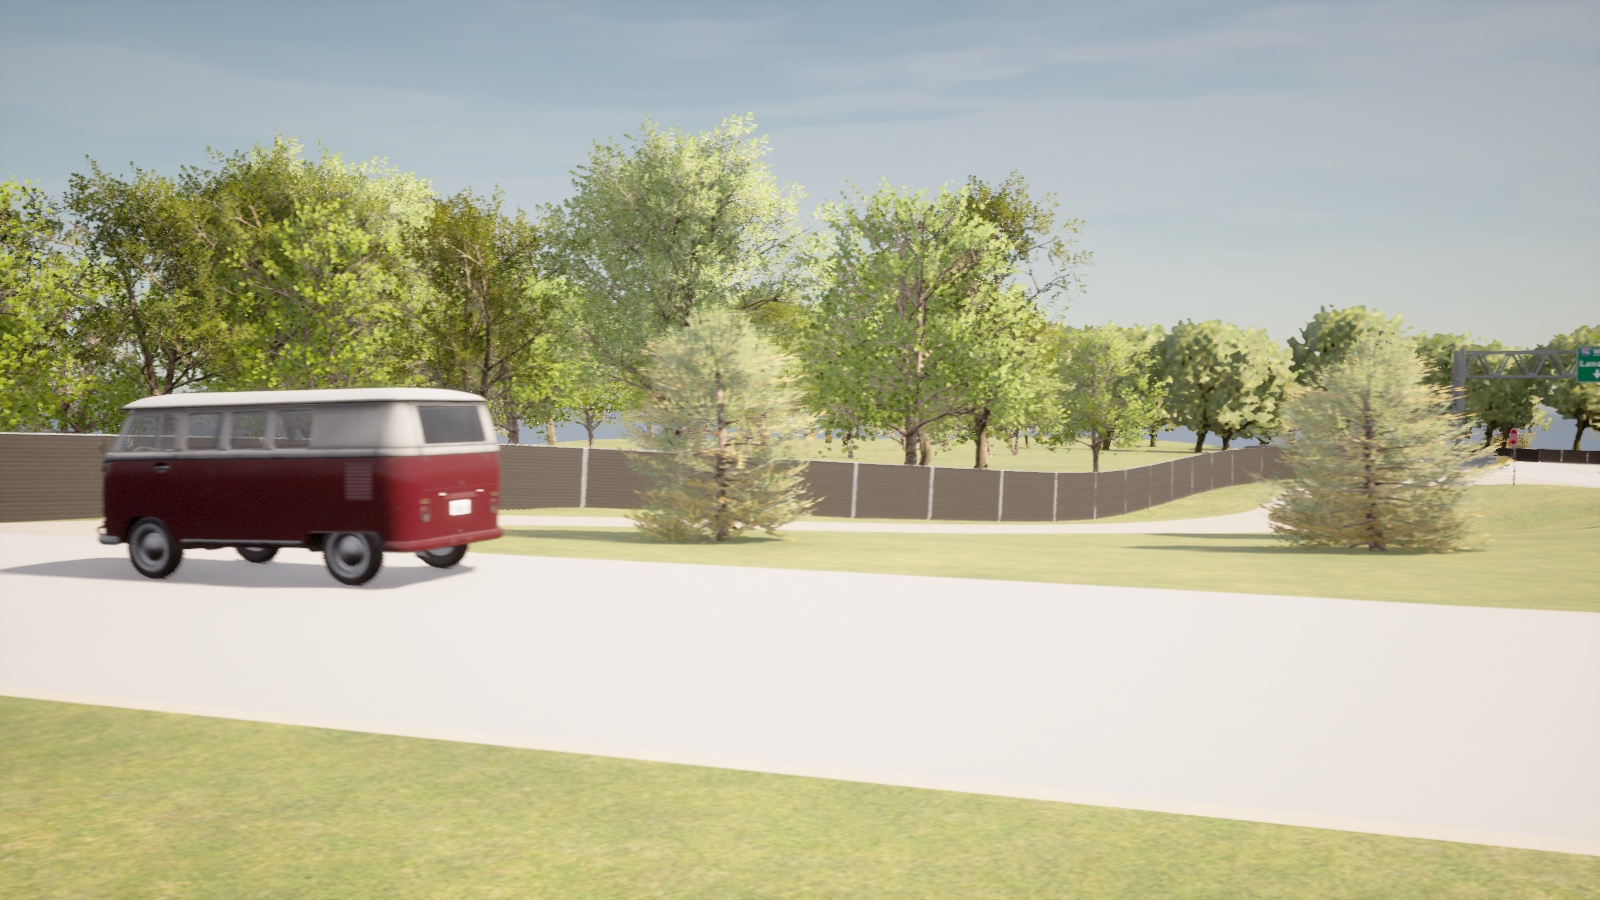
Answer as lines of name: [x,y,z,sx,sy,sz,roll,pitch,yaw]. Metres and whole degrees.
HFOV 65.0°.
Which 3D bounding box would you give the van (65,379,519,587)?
van: [-5.457,0.303,13.541,4.442,1.987,1.775,0,1,20]
